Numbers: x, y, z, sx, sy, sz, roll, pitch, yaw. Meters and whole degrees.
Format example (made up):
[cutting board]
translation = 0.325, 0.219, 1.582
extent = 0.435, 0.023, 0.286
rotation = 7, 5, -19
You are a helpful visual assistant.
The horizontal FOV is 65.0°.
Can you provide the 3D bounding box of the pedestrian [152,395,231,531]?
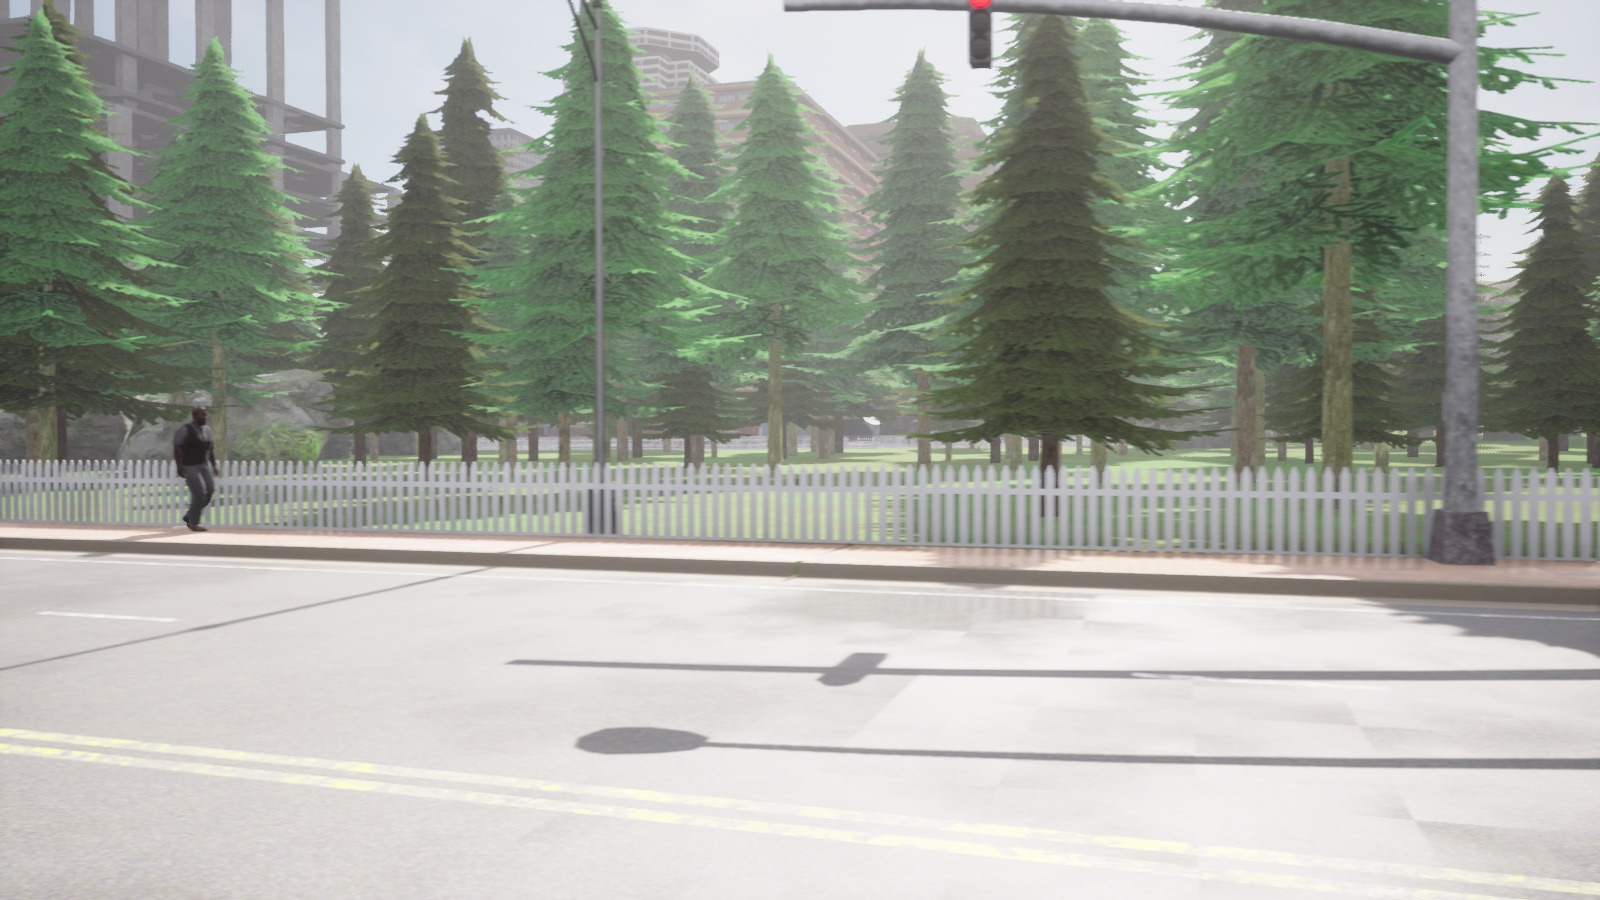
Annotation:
[pedestrian]
translation = -8.580, 0.169, 17.721
extent = 0.849, 1.883, 0.563
rotation = 1, 1, 18
